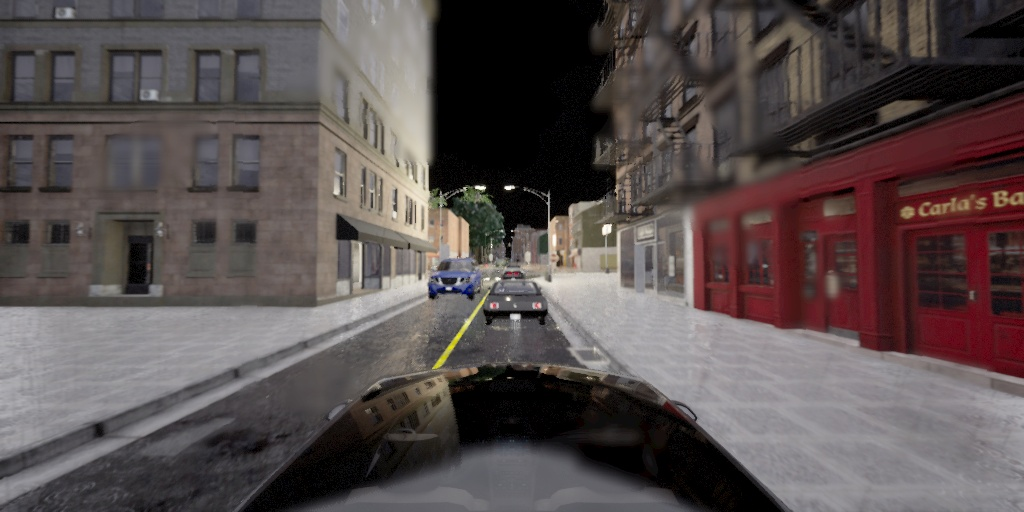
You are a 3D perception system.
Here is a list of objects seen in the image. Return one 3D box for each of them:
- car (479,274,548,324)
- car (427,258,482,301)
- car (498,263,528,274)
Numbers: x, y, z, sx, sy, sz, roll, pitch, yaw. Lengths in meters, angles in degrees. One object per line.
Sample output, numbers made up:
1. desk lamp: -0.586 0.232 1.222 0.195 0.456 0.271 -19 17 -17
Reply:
1. car: 0.100 1.452 12.335 1.895 1.301 4.718 0 0 0
2. car: -2.838 1.130 18.904 2.150 2.045 5.566 0 0 0
3. car: 0.113 1.481 27.346 1.837 1.490 4.892 0 -1 1
